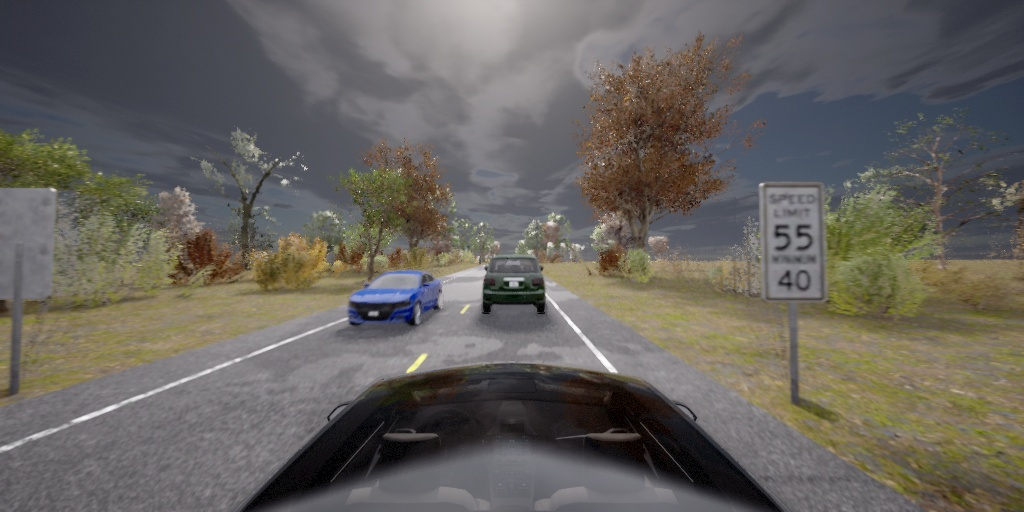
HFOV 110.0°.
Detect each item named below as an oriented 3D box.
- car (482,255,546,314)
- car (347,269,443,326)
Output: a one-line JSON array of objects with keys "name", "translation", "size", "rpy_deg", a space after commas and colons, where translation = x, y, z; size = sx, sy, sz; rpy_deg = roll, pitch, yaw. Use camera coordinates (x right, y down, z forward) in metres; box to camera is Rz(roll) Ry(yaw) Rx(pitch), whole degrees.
[{"name": "car", "translation": [0.072, 0.965, 13.932], "size": [2.150, 2.045, 5.566], "rpy_deg": [0, 0, 0]}, {"name": "car", "translation": [-3.578, 1.220, 11.797], "size": [1.882, 1.535, 5.008], "rpy_deg": [0, 0, 0]}]
